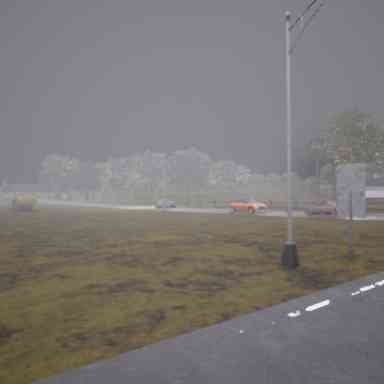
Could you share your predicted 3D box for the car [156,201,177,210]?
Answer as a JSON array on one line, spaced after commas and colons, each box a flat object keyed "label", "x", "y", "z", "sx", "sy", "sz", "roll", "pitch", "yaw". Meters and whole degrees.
[{"label": "car", "x": -4.150, "y": 2.109, "z": 53.516, "sx": 1.994, "sy": 1.385, "sz": 4.181, "roll": -2, "pitch": 0, "yaw": -35}]

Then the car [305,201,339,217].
[{"label": "car", "x": 12.321, "y": 1.499, "z": 30.050, "sx": 1.994, "sy": 1.385, "sz": 4.181, "roll": -2, "pitch": 0, "yaw": -35}]

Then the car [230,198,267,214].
[{"label": "car", "x": 6.478, "y": 1.525, "z": 38.340, "sx": 2.097, "sy": 1.767, "sz": 4.553, "roll": -2, "pitch": 0, "yaw": -35}]
